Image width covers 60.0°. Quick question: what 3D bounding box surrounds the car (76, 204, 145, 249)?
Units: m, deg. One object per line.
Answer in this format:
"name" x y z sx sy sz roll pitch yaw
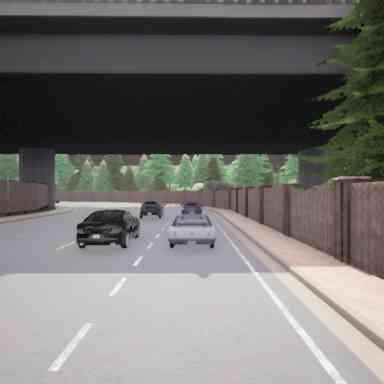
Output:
"car" -3.500 1.482 14.650 1.882 1.535 5.008 0 0 0

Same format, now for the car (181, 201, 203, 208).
"car" 0.000 1.530 29.650 1.812 1.442 4.674 0 0 0

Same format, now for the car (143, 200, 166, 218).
"car" -3.500 1.514 29.650 1.837 1.490 4.892 0 0 0

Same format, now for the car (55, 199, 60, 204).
"car" -27.334 1.598 63.292 4.181 1.385 1.994 0 0 22

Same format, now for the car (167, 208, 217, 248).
"car" 0.000 1.613 14.680 1.895 1.301 4.718 0 0 0
